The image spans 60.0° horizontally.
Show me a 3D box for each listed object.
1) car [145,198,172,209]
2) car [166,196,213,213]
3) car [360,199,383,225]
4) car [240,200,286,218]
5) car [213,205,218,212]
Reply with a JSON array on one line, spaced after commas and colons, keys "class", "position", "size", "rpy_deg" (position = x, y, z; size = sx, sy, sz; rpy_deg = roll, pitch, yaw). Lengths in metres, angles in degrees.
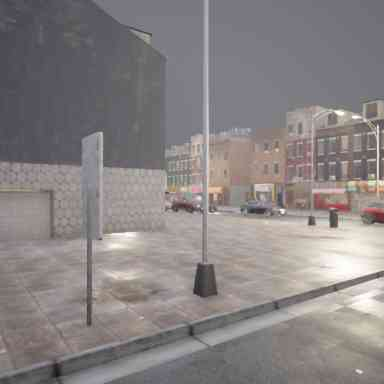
[{"class": "car", "position": [-4.956, 1.674, 48.076], "size": [1.812, 1.442, 4.674], "rpy_deg": [0, 0, -35]}, {"class": "car", "position": [-0.400, 1.411, 37.223], "size": [2.192, 1.841, 5.009], "rpy_deg": [0, 0, -35]}, {"class": "car", "position": [13.729, 1.386, 21.940], "size": [2.097, 1.767, 4.553], "rpy_deg": [0, 0, -37]}, {"class": "car", "position": [6.688, 1.566, 31.648], "size": [2.128, 1.511, 4.902], "rpy_deg": [0, 0, -35]}, {"class": "car", "position": [0.807, 1.658, 39.916], "size": [2.033, 1.411, 5.357], "rpy_deg": [0, 0, -35]}]
